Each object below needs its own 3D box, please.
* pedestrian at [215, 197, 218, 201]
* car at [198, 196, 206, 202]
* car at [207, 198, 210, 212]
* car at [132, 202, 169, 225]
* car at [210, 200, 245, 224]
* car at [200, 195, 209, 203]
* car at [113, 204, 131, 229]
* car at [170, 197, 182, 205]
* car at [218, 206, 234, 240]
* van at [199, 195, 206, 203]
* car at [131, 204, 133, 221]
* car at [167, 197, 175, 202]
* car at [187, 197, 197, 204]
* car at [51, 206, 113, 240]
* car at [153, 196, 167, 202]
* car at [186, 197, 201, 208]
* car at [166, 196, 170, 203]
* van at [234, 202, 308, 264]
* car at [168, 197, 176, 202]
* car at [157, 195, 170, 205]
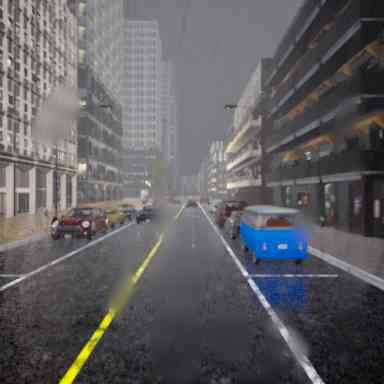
[{"bbox_3d":[3.000,1.488,40.816,0.375,1.860,0.375,0,0,-1],"label":"pedestrian"},{"bbox_3d":[2.688,1.887,89.427,1.967,1.590,4.097,0,0,0],"label":"car"},{"bbox_3d":[3.000,1.707,37.981,1.812,1.442,4.674,0,0,0],"label":"car"},{"bbox_3d":[-3.099,1.721,25.647,1.895,1.301,4.718,0,0,0],"label":"car"},{"bbox_3d":[2.688,1.421,22.817,2.192,1.841,5.009,0,0,0],"label":"car"},{"bbox_3d":[2.688,1.672,72.775,2.192,1.841,5.009,0,0,0],"label":"car"},{"bbox_3d":[-5.692,1.632,22.645,1.752,1.417,4.829,0,0,0],"label":"car"},{"bbox_3d":[-3.010,1.877,66.309,1.994,1.385,4.181,0,0,0],"label":"car"},{"bbox_3d":[2.689,1.631,17.265,2.008,1.369,4.403,0,0,0],"label":"car"},{"bbox_3d":[2.688,1.758,83.877,1.690,1.788,3.998,0,0,0],"label":"van"},{"bbox_3d":[-5.692,1.685,28.366,2.008,1.369,4.403,0,0,0],"label":"car"},{"bbox_3d":[-5.692,2.013,89.425,1.947,1.339,4.313,0,0,0],"label":"car"},{"bbox_3d":[0.001,1.762,71.762,1.895,1.301,4.718,0,0,0],"label":"car"},{"bbox_3d":[-5.692,1.521,17.264,1.967,1.590,4.097,0,0,0],"label":"car"},{"bbox_3d":[-5.692,1.854,56.120,1.802,1.307,4.206,0,0,0],"label":"car"},{"bbox_3d":[0.005,1.803,52.894,2.033,1.411,5.357,0,0,0],"label":"car"},{"bbox_3d":[-5.692,1.741,61.671,1.967,1.590,4.097,0,0,0],"label":"car"},{"bbox_3d":[2.688,1.395,11.715,1.690,1.788,3.998,0,0,0],"label":"van"},{"bbox_3d":[-5.692,2.042,94.671,1.947,1.339,4.313,0,0,0],"label":"car"},{"bbox_3d":[-5.692,1.644,67.223,2.192,1.841,5.009,0,0,0],"label":"car"}]
